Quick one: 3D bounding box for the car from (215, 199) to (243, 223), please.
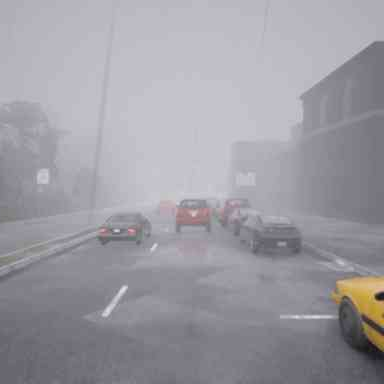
[{"bbox_3d":[3.199,1.771,31.182,1.946,1.575,5.366,0,-1,0],"label":"car"}]

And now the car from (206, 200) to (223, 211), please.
[{"bbox_3d":[3.240,1.944,49.104,2.231,1.521,4.892,0,-1,1],"label":"car"}]

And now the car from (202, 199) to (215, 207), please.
[{"bbox_3d":[3.171,2.084,64.014,2.231,1.521,4.892,0,-1,0],"label":"car"}]

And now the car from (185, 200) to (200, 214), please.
[{"bbox_3d":[0.066,1.874,42.016,1.882,1.535,5.008,0,-1,0],"label":"car"}]

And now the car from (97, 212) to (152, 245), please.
[{"bbox_3d":[-3.164,1.704,16.475,2.033,1.411,5.357,0,-1,0],"label":"car"}]

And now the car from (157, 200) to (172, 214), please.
[{"bbox_3d":[-3.185,1.749,41.992,2.097,1.767,4.553,0,0,0],"label":"car"}]

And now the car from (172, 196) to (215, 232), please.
[{"bbox_3d":[0.081,1.430,21.923,2.150,2.045,5.566,0,0,0],"label":"car"}]

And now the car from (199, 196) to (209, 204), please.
[{"bbox_3d":[3.150,2.040,86.150,2.435,2.045,5.566,0,-1,0],"label":"car"}]

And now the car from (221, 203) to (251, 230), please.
[{"bbox_3d":[3.211,1.668,19.816,2.231,1.521,4.892,0,-1,0],"label":"car"}]

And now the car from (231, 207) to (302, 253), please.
[{"bbox_3d":[3.213,1.617,14.290,2.231,1.521,4.892,0,-1,0],"label":"car"}]
